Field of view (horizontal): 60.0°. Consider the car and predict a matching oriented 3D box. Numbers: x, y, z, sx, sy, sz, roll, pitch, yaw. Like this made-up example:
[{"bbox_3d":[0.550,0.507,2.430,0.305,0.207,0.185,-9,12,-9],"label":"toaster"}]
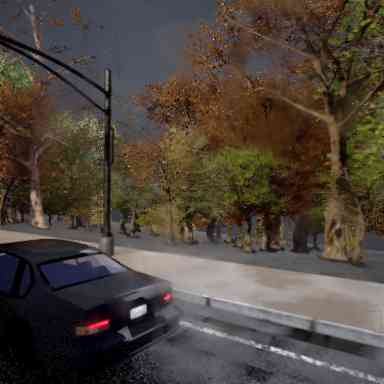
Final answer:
[{"bbox_3d":[-2.713,1.538,5.620,5.357,1.411,2.033,0,0,36],"label":"car"}]
